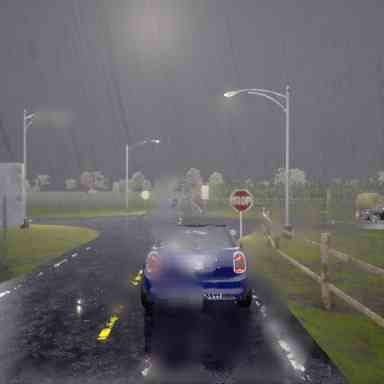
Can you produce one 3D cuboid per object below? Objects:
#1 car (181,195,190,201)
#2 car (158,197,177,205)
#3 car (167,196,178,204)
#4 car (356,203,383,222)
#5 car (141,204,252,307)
[{"bbox_3d":[-1.620,1.453,82.412,2.128,1.511,4.902,0,0,-2],"label":"car"},{"bbox_3d":[-3.289,1.457,42.577,1.882,1.535,5.008,0,0,-1],"label":"car"},{"bbox_3d":[-3.835,1.554,66.084,1.895,1.301,4.718,0,0,-1],"label":"car"},{"bbox_3d":[14.661,1.487,24.294,4.902,1.511,2.128,0,0,9],"label":"car"},{"bbox_3d":[0.072,1.350,8.128,2.097,1.767,4.553,0,0,0],"label":"car"}]
